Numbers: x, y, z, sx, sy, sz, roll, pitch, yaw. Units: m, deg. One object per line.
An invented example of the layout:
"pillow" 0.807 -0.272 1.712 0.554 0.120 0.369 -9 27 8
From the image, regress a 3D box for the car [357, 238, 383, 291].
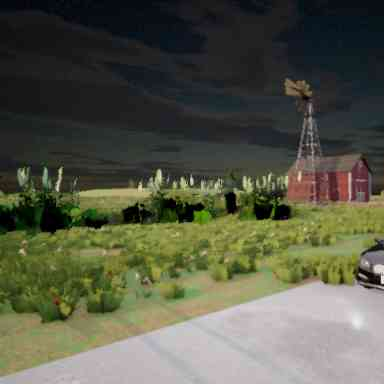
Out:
"car" 5.938 1.548 8.279 4.902 1.511 2.128 0 -1 -39
